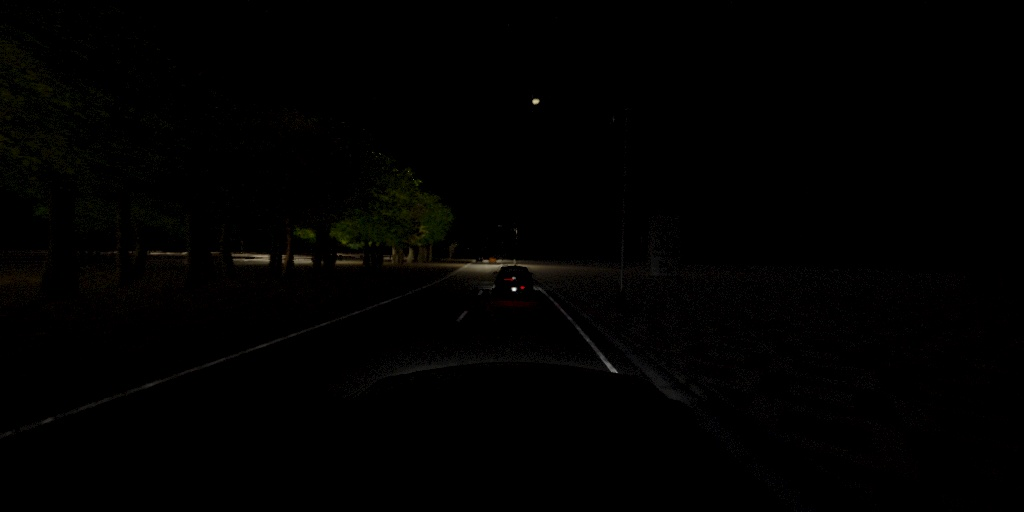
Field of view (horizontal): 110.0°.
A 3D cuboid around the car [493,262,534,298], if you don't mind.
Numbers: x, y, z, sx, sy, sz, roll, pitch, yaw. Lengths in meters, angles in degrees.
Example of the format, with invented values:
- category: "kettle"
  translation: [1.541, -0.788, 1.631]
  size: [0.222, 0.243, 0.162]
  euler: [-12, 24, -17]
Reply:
- category: "car"
  translation: [0.074, 1.249, 18.697]
  size: [1.837, 1.490, 4.892]
  euler: [2, 0, -1]
